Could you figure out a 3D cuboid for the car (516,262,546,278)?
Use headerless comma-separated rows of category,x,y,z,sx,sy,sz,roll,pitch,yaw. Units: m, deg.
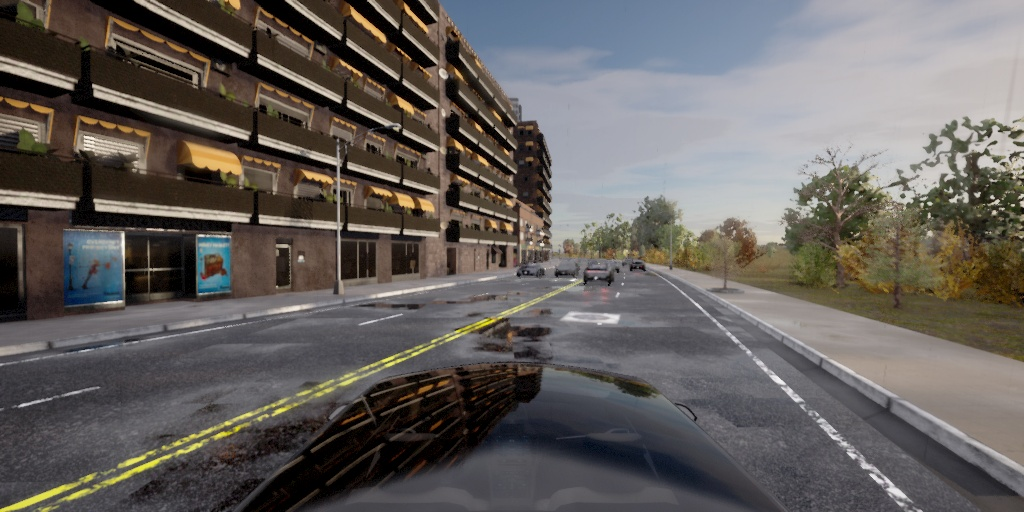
car,1.801,1.291,33.387,1.994,1.385,4.181,0,0,18

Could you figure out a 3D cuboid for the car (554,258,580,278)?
car,5.169,1.230,33.232,1.837,1.490,4.892,0,0,18

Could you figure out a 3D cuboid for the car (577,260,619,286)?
car,6.210,1.221,25.375,2.128,1.511,4.902,0,0,19

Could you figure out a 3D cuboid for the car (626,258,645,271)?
car,16.475,1.204,47.370,1.837,1.490,4.892,0,-1,16
